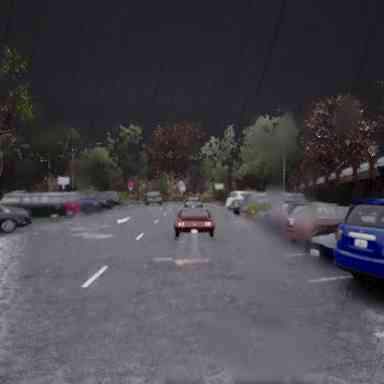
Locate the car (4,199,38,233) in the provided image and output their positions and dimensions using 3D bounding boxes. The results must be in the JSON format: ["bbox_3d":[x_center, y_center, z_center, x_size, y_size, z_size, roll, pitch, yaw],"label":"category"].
[{"bbox_3d":[-10.981,1.352,17.322,4.892,1.521,2.231,-1,1,-20],"label":"car"}]

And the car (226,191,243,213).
[{"bbox_3d":[5.963,1.005,28.869,5.566,2.045,2.435,1,1,-20],"label":"car"}]

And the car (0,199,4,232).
[{"bbox_3d":[-11.016,1.249,14.347,4.553,1.767,2.185,-1,0,-20],"label":"car"}]

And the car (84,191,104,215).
[{"bbox_3d":[-10.946,1.004,29.164,5.566,2.045,2.435,-1,0,-20],"label":"car"}]

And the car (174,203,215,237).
[{"bbox_3d":[0.119,1.464,17.263,1.895,1.301,4.718,0,0,0],"label":"car"}]

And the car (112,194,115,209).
[{"bbox_3d":[-10.941,1.236,35.092,4.792,1.488,2.163,-1,0,-20],"label":"car"}]

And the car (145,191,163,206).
[{"bbox_3d":[-5.430,0.845,47.194,2.150,2.045,5.566,0,0,-9],"label":"car"}]

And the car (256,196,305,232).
[{"bbox_3d":[5.928,1.228,16.801,4.553,1.767,2.185,1,0,-20],"label":"car"}]

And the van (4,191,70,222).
[{"bbox_3d":[-11.086,1.079,23.188,4.442,1.987,1.878,-1,1,-20],"label":"van"}]

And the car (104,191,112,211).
[{"bbox_3d":[-10.940,0.980,32.123,5.566,2.045,2.435,-1,0,-20],"label":"car"}]

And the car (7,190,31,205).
[{"bbox_3d":[-26.617,0.826,51.396,2.435,2.045,5.566,0,1,-19],"label":"car"}]

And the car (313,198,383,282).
[{"bbox_3d":[5.982,1.174,7.745,5.566,2.045,2.435,1,0,-20],"label":"car"}]

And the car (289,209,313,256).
[{"bbox_3d":[5.925,1.431,10.749,4.792,1.488,2.163,1,1,-20],"label":"car"}]

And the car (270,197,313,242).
[{"bbox_3d":[5.932,1.251,13.772,4.553,1.767,2.185,1,0,-20],"label":"car"}]

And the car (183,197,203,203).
[{"bbox_3d":[0.138,1.214,34.786,2.128,1.511,4.902,0,0,0],"label":"car"}]

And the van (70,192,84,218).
[{"bbox_3d":[-11.081,1.056,26.147,4.442,1.987,1.878,-1,1,-20],"label":"van"}]

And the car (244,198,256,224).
[{"bbox_3d":[5.975,1.331,19.822,4.892,1.521,2.231,1,1,-20],"label":"car"}]

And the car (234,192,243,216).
[{"bbox_3d":[6.011,1.156,25.872,4.553,1.767,2.185,1,1,-20],"label":"car"}]

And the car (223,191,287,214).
[{"bbox_3d":[6.008,0.981,31.929,5.566,2.045,2.435,1,0,-20],"label":"car"}]

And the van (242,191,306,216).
[{"bbox_3d":[6.083,1.081,22.888,4.442,1.987,1.878,1,0,-20],"label":"van"}]

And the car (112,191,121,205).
[{"bbox_3d":[-10.978,0.932,38.007,5.566,2.045,2.435,-1,1,-20],"label":"car"}]
